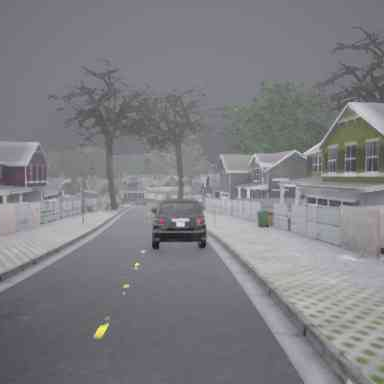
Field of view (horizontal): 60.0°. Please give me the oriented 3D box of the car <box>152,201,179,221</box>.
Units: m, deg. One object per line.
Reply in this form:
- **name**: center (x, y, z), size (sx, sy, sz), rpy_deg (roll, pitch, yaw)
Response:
- **car**: center (-2.446, 1.613, 29.755), size (2.128, 1.511, 4.902), rpy_deg (0, 0, -8)

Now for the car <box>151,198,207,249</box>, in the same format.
- **car**: center (-0.645, 1.288, 14.804), size (2.150, 2.045, 5.566), rpy_deg (0, 0, -5)

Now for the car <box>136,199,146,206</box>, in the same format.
- **car**: center (-10.285, 2.096, 67.015), size (1.994, 1.385, 4.181), rpy_deg (0, -1, -8)
